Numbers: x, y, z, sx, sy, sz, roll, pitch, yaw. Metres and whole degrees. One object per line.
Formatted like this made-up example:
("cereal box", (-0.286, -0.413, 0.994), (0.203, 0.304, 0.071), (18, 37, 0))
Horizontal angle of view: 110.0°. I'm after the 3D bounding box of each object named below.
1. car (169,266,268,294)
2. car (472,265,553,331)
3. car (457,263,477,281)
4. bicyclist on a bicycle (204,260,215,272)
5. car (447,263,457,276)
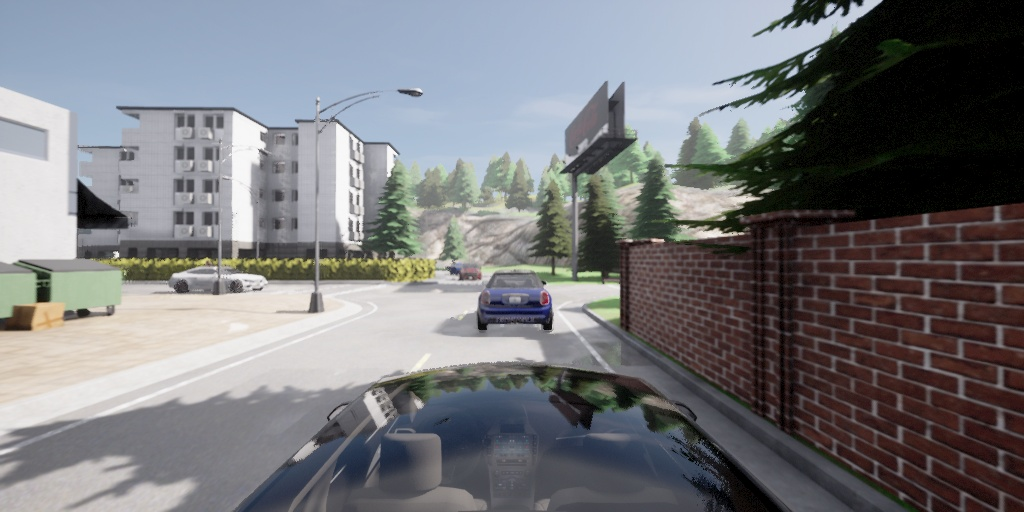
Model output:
("car", (-16.235, 1.301, 19.907), (4.674, 1.442, 1.812), (0, -1, -1))
("car", (0.086, 1.212, 11.635), (2.097, 1.767, 4.553), (0, -1, 0))
("car", (-4.121, 1.478, 35.449), (2.097, 1.767, 4.553), (0, -1, -8))
("bicyclist on a bicycle", (-23.052, 1.158, 27.270), (0.582, 1.620, 1.656), (0, 0, -1))
("car", (-6.760, 1.730, 46.805), (1.882, 1.535, 5.008), (0, 0, -22))
